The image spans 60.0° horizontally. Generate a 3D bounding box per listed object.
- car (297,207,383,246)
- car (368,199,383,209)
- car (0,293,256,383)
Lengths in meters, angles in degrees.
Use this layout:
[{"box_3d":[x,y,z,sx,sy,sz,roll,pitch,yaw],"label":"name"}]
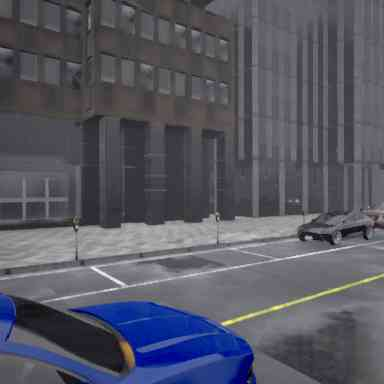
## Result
[{"box_3d":[6.687,1.565,15.285,4.313,1.339,1.947,0,0,-35],"label":"car"},{"box_3d":[11.275,1.314,18.559,5.009,1.841,2.192,0,0,-35],"label":"car"},{"box_3d":[-1.704,1.477,2.218,5.008,1.535,1.882,0,0,-35],"label":"car"}]
